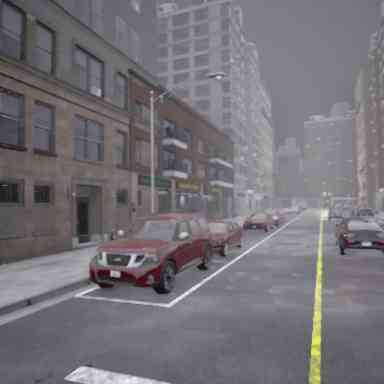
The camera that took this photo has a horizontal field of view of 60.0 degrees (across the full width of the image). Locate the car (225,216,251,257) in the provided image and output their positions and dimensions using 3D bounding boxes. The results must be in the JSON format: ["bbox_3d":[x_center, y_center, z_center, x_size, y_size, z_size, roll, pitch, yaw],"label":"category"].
[{"bbox_3d":[1.155,1.983,15.107,1.887,1.381,4.507,-1,-2,21],"label":"car"}]

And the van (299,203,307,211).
[{"bbox_3d":[27.222,3.608,81.415,1.690,1.788,3.998,-1,-2,21],"label":"van"}]

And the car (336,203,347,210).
[{"bbox_3d":[35.155,3.450,78.298,1.967,1.590,4.097,-1,-2,21],"label":"car"}]

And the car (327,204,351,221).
[{"bbox_3d":[16.116,2.432,37.031,2.033,1.411,5.357,-2,-2,22],"label":"car"}]

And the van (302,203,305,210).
[{"bbox_3d":[19.200,3.007,61.015,1.690,1.788,3.998,-1,-2,21],"label":"van"}]

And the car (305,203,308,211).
[{"bbox_3d":[25.218,3.680,76.307,1.947,1.339,4.313,-1,-2,21],"label":"car"}]

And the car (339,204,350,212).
[{"bbox_3d":[31.206,3.236,68.253,1.752,1.417,4.829,-1,-2,21],"label":"car"}]

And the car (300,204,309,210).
[{"bbox_3d":[29.230,3.963,86.508,1.887,1.381,4.507,-1,-2,21],"label":"car"}]

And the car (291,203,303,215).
[{"bbox_3d":[17.134,3.041,55.750,1.752,1.417,4.829,-1,-2,21],"label":"car"}]

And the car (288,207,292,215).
[{"bbox_3d":[9.176,2.514,35.508,2.008,1.369,4.403,-1,-2,21],"label":"car"}]

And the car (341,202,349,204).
[{"bbox_3d":[27.133,2.960,57.894,2.008,1.369,4.403,-1,-2,21],"label":"car"}]

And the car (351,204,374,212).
[{"bbox_3d":[20.514,2.399,39.784,1.837,1.490,4.892,-2,-2,21],"label":"car"}]

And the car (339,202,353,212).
[{"bbox_3d":[29.136,2.872,63.001,2.192,1.841,5.009,-1,-2,21],"label":"car"}]

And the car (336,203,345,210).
[{"bbox_3d":[37.161,3.602,83.398,1.967,1.590,4.097,-1,-2,21],"label":"car"}]

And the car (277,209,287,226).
[{"bbox_3d":[7.170,2.269,30.411,1.967,1.590,4.097,-1,-2,21],"label":"car"}]

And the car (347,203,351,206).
[{"bbox_3d":[23.076,2.577,46.297,1.837,1.490,4.892,-2,-2,21],"label":"car"}]

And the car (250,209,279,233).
[{"bbox_3d":[5.165,2.241,25.307,1.887,1.381,4.507,-1,-2,21],"label":"car"}]

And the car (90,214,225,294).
[{"bbox_3d":[-0.851,1.627,10.012,2.192,1.841,5.009,-1,-2,21],"label":"car"}]

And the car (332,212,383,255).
[{"bbox_3d":[7.367,1.826,14.604,1.812,1.442,4.674,-2,-2,21],"label":"car"}]
